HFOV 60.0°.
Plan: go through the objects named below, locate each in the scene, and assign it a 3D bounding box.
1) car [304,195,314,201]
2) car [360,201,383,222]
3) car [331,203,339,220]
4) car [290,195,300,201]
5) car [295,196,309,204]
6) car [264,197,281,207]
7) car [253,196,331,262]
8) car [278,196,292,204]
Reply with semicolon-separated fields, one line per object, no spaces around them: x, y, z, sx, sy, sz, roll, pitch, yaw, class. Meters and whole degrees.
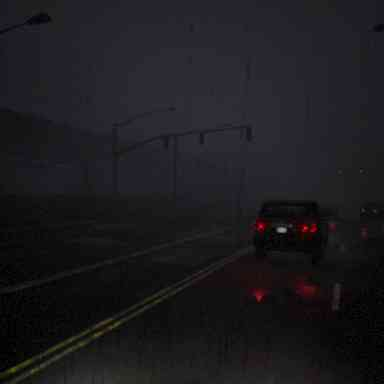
29.538;1.568;83.605;1.895;1.301;4.718;0;1;25;car
14.985;1.496;26.881;2.097;1.767;4.553;0;0;33;car
12.349;1.704;30.605;1.812;1.442;4.674;0;0;25;car
26.256;1.549;84.852;1.994;1.385;4.181;0;1;25;car
23.357;1.697;70.523;2.033;1.411;5.357;0;0;25;car
14.690;1.760;60.431;2.128;1.511;4.902;0;0;26;car
3.976;1.303;12.885;2.150;2.045;5.566;0;0;25;car
20.051;1.706;71.718;2.128;1.511;4.902;0;0;25;car
